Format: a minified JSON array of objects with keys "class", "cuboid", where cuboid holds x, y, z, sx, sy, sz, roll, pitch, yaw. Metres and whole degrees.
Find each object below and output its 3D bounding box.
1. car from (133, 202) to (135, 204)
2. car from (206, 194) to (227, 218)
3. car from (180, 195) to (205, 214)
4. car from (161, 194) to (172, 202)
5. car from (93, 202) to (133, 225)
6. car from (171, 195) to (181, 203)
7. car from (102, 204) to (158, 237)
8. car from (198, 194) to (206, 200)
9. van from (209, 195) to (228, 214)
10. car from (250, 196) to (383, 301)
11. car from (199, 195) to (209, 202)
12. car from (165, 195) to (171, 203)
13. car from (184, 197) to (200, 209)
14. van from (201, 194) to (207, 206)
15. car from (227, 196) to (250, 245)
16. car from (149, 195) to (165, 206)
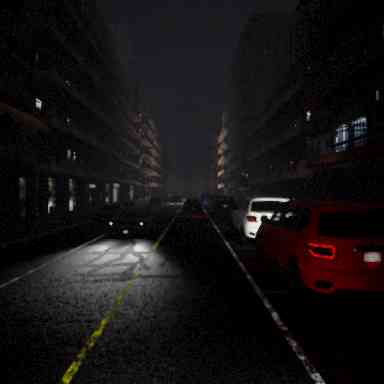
[{"class":"car","cuboid":[-5.685,1.523,29.231,1.802,1.307,4.206,0,0,0]},{"class":"car","cuboid":[2.696,1.256,29.232,2.192,1.841,5.009,0,0,0]},{"class":"car","cuboid":[0.081,1.411,33.781,1.882,1.535,5.008,0,0,0]},{"class":"car","cuboid":[-5.678,1.306,74.690,1.967,1.590,4.097,0,0,0]},{"class":"car","cuboid":[-5.684,1.497,23.548,1.887,1.381,4.507,0,0,0]},{"class":"car","cuboid":[-2.992,1.410,64.102,1.837,1.490,4.892,0,0,0]},{"class":"car","cuboid":[-3.098,1.564,17.815,1.895,1.301,4.718,0,0,0]},{"class":"car","cuboid":[2.704,1.393,91.739,2.008,1.369,4.403,0,0,0]},{"class":"van","cuboid":[2.697,1.272,34.914,1.690,1.788,3.998,0,0,0]},{"class":"car","cuboid":[3.107,1.210,8.404,2.150,2.045,5.566,0,0,0]},{"class":"car","cuboid":[2.702,1.431,74.691,1.947,1.339,4.313,0,0,0]},{"class":"car","cuboid":[-5.680,1.434,63.326,2.008,1.369,4.403,0,0,0]},{"class":"car","cuboid":[0.044,1.460,45.542,2.033,1.411,5.357,0,0,0]},{"class":"van","cuboid":[2.699,1.243,51.961,1.690,1.788,3.998,0,0,0]},{"class":"car","cuboid":[3.108,1.190,15.404,2.150,2.045,5.566,0,0,0]},{"class":"car","cuboid":[-5.681,1.446,51.961,1.887,1.381,4.507,0,0,0]}]
